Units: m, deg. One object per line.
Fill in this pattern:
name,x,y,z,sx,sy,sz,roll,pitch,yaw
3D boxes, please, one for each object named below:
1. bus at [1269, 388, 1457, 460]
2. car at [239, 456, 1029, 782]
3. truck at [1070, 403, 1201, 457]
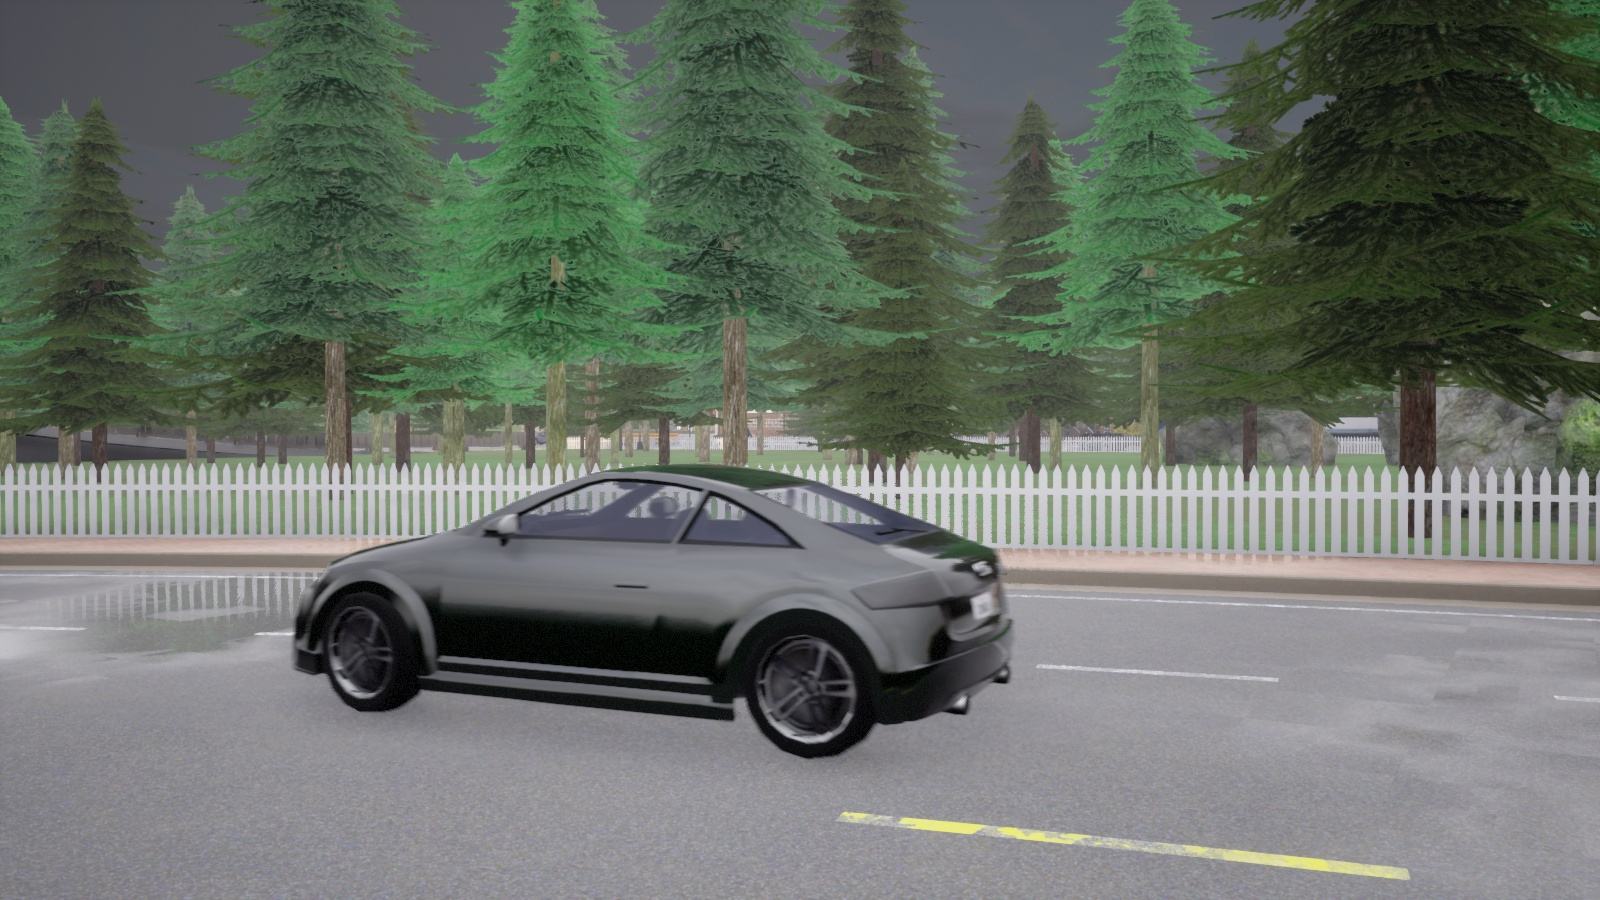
bus,35.381,-1.628,79.101,10.273,4.253,3.944,1,1,33
car,-0.959,0.768,7.401,4.181,1.385,1.994,1,1,24
truck,22.241,-1.352,83.439,7.936,3.462,2.891,1,1,33
